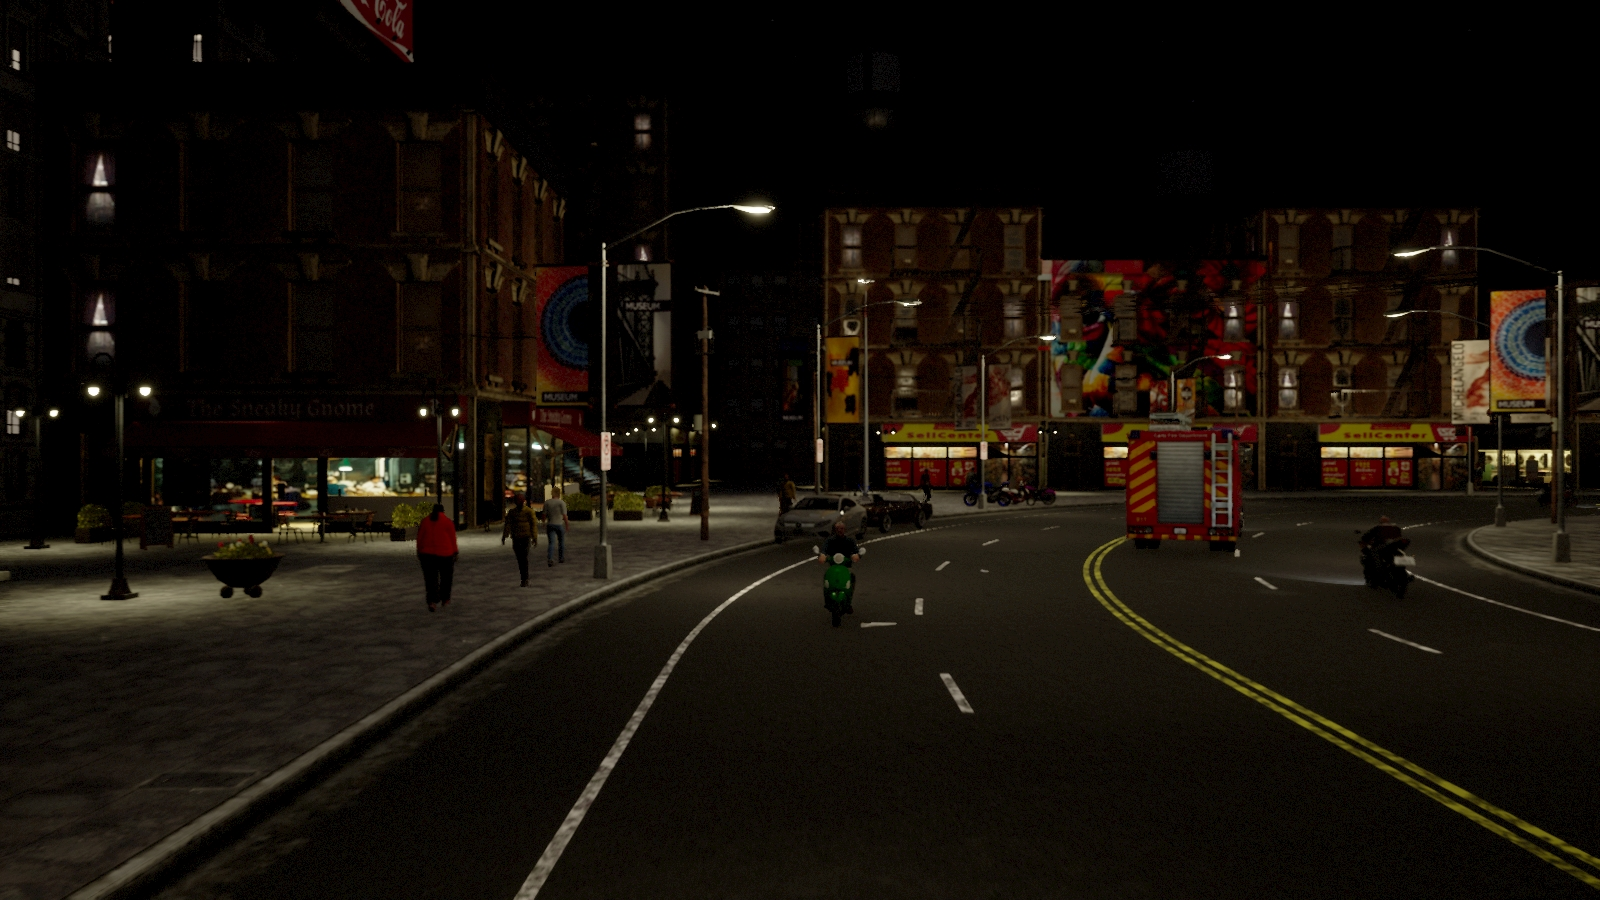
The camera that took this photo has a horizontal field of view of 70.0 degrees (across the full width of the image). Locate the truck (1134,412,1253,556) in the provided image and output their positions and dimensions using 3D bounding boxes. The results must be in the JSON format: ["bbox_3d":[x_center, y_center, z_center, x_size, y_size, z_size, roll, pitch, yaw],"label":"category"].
[{"bbox_3d":[12.175,0.894,34.837,2.891,3.827,8.468,0,0,23],"label":"truck"}]

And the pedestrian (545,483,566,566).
[{"bbox_3d":[-5.593,1.699,26.133,0.375,1.860,0.375,0,0,7],"label":"pedestrian"}]

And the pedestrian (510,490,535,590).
[{"bbox_3d":[-5.261,1.698,21.667,0.375,1.860,0.375,0,0,4],"label":"pedestrian"}]

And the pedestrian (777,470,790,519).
[{"bbox_3d":[-0.620,1.699,43.629,0.375,1.860,0.375,0,0,23],"label":"pedestrian"}]

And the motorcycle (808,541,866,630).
[{"bbox_3d":[0.629,2.184,18.723,0.856,1.236,1.805,0,0,5],"label":"motorcycle"}]

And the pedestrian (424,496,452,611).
[{"bbox_3d":[-5.956,1.698,18.816,0.375,1.860,0.375,0,0,-5],"label":"pedestrian"}]

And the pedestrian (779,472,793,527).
[{"bbox_3d":[-0.472,1.700,39.131,0.375,1.860,0.375,0,0,24],"label":"pedestrian"}]

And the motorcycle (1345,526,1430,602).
[{"bbox_3d":[11.486,2.207,22.422,0.867,1.251,2.209,1,0,10],"label":"motorcycle"}]
